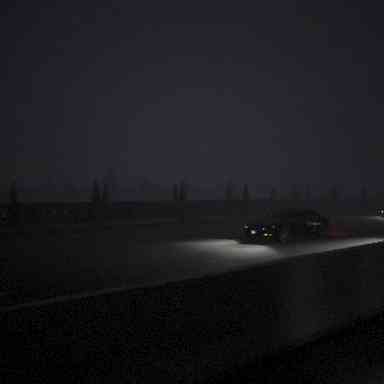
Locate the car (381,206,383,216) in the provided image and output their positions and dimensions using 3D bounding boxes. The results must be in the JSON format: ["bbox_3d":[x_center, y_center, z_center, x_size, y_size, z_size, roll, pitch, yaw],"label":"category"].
[{"bbox_3d":[19.514,1.344,30.810,4.553,1.767,2.097,0,0,-35],"label":"car"}]

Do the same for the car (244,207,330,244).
[{"bbox_3d":[4.643,1.502,15.906,4.892,1.490,1.837,0,0,-36],"label":"car"}]
